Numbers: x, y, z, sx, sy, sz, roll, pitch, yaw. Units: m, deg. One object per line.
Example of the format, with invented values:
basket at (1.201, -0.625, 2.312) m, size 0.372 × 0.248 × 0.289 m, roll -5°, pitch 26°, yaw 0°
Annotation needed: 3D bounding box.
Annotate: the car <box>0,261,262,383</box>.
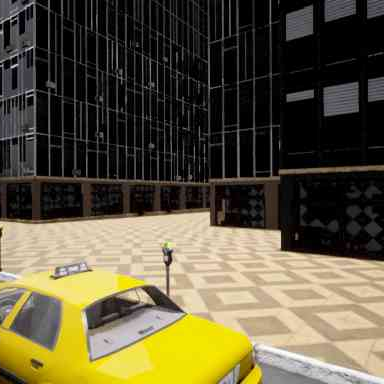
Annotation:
car at (-1.618, 1.526, 4.021) m, size 4.829 × 1.417 × 1.752 m, roll 0°, pitch 0°, yaw 35°
